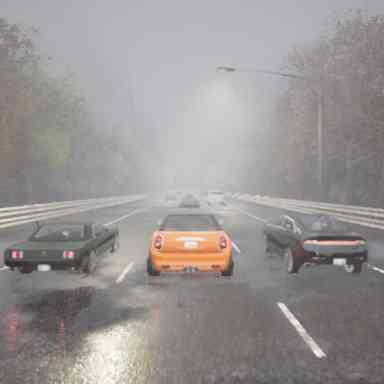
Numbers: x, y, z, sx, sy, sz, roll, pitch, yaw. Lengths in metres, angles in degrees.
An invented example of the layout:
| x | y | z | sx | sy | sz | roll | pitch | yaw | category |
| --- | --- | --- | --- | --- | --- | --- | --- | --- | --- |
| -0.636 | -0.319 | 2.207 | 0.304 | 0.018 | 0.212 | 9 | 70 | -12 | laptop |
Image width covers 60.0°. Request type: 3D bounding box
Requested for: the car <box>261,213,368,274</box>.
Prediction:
| x | y | z | sx | sy | sz | roll | pitch | yaw | category |
| --- | --- | --- | --- | --- | --- | --- | --- | --- | --- |
| 3.452 | 1.403 | 10.229 | 2.128 | 1.511 | 4.902 | 0 | 1 | 0 | car |

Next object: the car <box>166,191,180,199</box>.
| x | y | z | sx | sy | sz | roll | pitch | yaw | category |
| --- | --- | --- | --- | --- | --- | --- | --- | --- | --- |
| -3.935 | 0.970 | 63.442 | 1.994 | 1.385 | 4.181 | 0 | 1 | 0 | car |

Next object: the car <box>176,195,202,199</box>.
| x | y | z | sx | sy | sz | roll | pitch | yaw | category |
| --- | --- | --- | --- | --- | --- | --- | --- | --- | --- |
| -0.173 | 1.263 | 27.264 | 1.837 | 1.490 | 4.892 | 0 | 1 | 0 | car |

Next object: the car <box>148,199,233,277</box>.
| x | y | z | sx | sy | sz | roll | pitch | yaw | category |
| --- | --- | --- | --- | --- | --- | --- | --- | --- | --- |
| -0.048 | 1.262 | 10.099 | 2.097 | 1.767 | 4.553 | 0 | 1 | 0 | car |

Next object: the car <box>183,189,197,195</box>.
| x | y | z | sx | sy | sz | roll | pitch | yaw | category |
| --- | --- | --- | --- | --- | --- | --- | --- | --- | --- |
| -0.509 | 0.785 | 73.510 | 1.882 | 1.535 | 5.008 | 0 | 1 | 0 | car |

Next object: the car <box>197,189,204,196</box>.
| x | y | z | sx | sy | sz | roll | pitch | yaw | category |
| --- | --- | --- | --- | --- | --- | --- | --- | --- | --- |
| 2.918 | 0.432 | 83.626 | 2.150 | 2.045 | 5.566 | 0 | 1 | 0 | car |

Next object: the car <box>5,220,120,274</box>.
| x | y | z | sx | sy | sz | roll | pitch | yaw | category |
| --- | --- | --- | --- | --- | --- | --- | --- | --- | --- |
| -3.549 | 1.508 | 10.172 | 1.895 | 1.301 | 4.718 | 0 | 1 | 0 | car |

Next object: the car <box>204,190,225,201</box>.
| x | y | z | sx | sy | sz | roll | pitch | yaw | category |
| --- | --- | --- | --- | --- | --- | --- | --- | --- | --- |
| 3.196 | 0.811 | 45.332 | 2.150 | 2.045 | 5.566 | 0 | 1 | 0 | car |
